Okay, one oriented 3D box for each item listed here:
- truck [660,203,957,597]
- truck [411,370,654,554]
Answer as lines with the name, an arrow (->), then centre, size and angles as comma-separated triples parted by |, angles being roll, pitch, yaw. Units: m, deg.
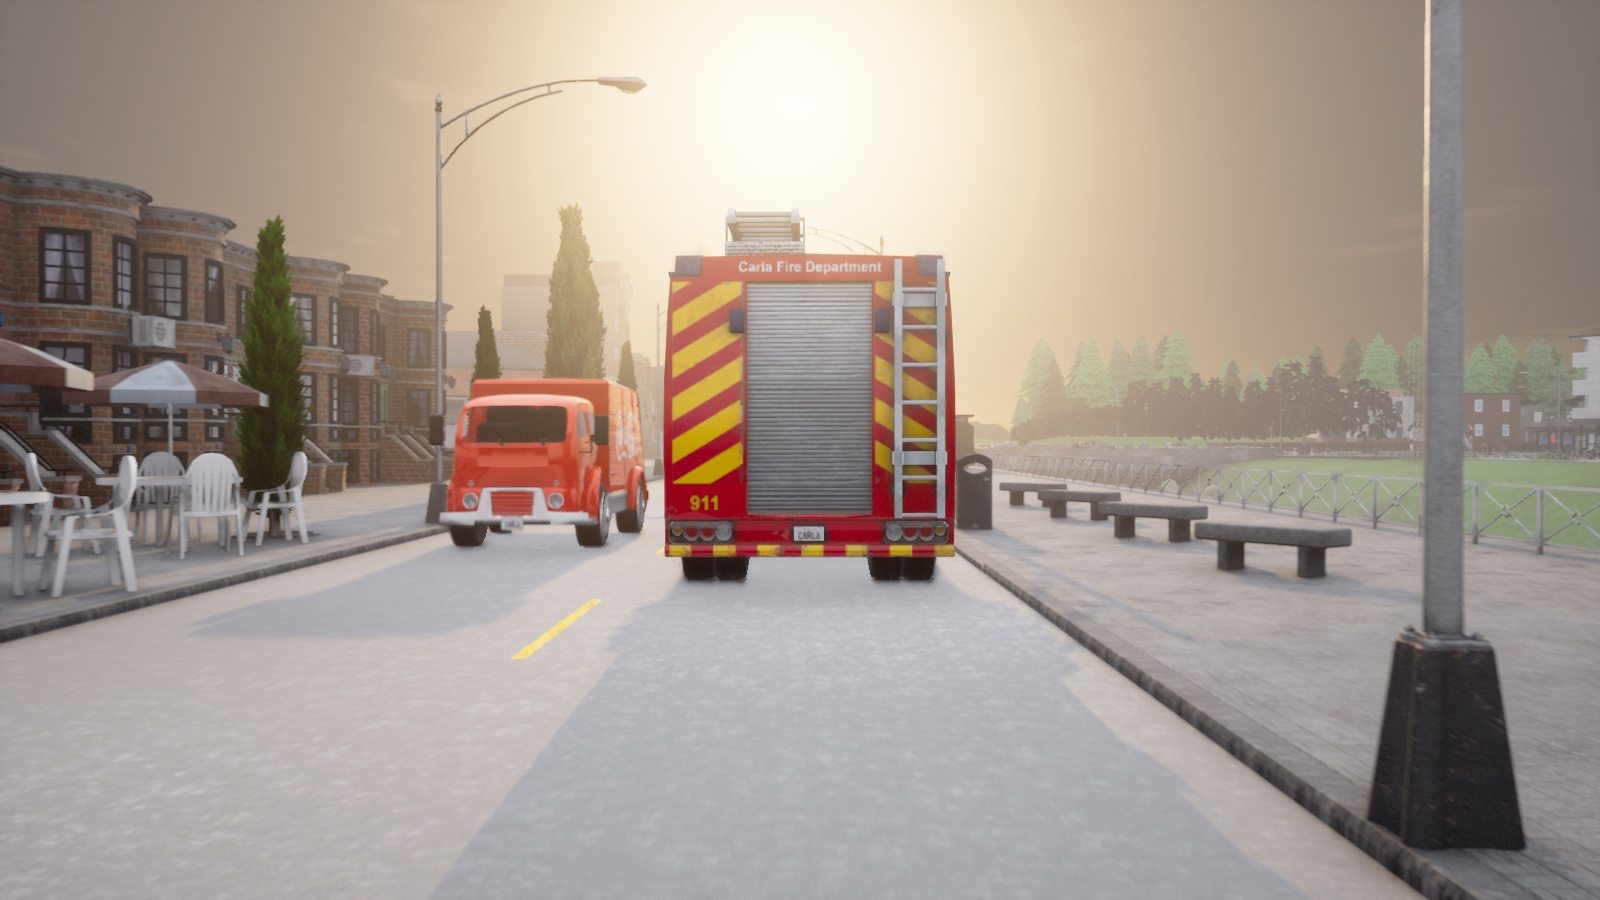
truck -> 0.107, -0.511, 16.456 | 2.891, 3.827, 8.468 | 0, 0, 0
truck -> -3.876, 0.147, 19.388 | 2.627, 2.467, 5.204 | 0, 0, 0
